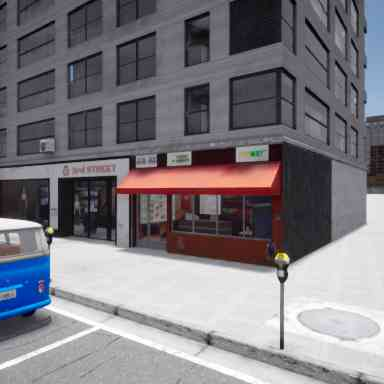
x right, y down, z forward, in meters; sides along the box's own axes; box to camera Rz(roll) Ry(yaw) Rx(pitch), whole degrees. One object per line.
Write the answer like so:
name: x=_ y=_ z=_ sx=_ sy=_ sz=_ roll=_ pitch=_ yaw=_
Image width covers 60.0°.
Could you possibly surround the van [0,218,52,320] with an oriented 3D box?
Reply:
van: x=-4.327 y=1.341 z=6.165 sx=3.998 sy=1.788 sz=1.690 roll=0 pitch=0 yaw=36
